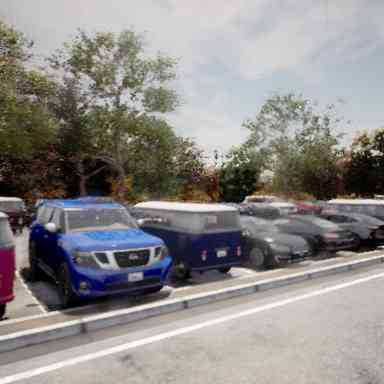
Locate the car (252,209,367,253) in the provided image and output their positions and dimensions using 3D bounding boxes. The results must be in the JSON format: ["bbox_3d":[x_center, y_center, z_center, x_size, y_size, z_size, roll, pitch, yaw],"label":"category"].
[{"bbox_3d":[4.144,1.646,13.523,2.002,1.452,4.674,1,0,-36],"label":"car"}]

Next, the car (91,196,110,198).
[{"bbox_3d":[-6.233,1.323,22.149,2.435,2.045,5.566,1,0,-36],"label":"car"}]

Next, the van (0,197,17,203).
[{"bbox_3d":[-10.834,1.290,19.037,1.878,1.987,4.442,1,0,-36],"label":"van"}]

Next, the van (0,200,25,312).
[{"bbox_3d":[-5.045,1.267,7.096,1.878,1.987,4.442,1,0,-36],"label":"van"}]

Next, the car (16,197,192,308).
[{"bbox_3d":[-2.680,1.273,8.610,2.435,2.045,5.566,1,0,-36],"label":"car"}]

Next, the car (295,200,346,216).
[{"bbox_3d":[14.067,1.704,36.714,2.231,1.521,4.892,0,0,-36],"label":"car"}]

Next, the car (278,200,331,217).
[{"bbox_3d":[11.810,1.693,35.098,2.097,1.535,5.008,0,0,-36],"label":"car"}]

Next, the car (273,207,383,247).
[{"bbox_3d":[6.409,1.657,15.182,2.163,1.488,4.792,0,0,-36],"label":"car"}]

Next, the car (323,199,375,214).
[{"bbox_3d":[18.692,1.719,39.787,1.946,1.575,5.366,0,0,-36],"label":"car"}]

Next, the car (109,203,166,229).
[{"bbox_3d":[-4.012,1.628,23.809,2.163,1.488,4.792,1,0,-36],"label":"car"}]

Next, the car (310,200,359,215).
[{"bbox_3d":[16.310,1.742,38.347,2.163,1.488,4.792,0,0,-36],"label":"car"}]

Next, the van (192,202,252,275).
[{"bbox_3d":[-0.487,1.330,10.357,1.878,1.987,4.442,1,0,-36],"label":"van"}]

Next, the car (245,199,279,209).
[{"bbox_3d":[5.044,1.665,30.245,2.231,1.521,4.892,0,0,-36],"label":"car"}]

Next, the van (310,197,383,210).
[{"bbox_3d":[8.639,1.417,16.885,1.878,1.987,4.442,0,0,-36],"label":"van"}]

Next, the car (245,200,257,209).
[{"bbox_3d":[2.785,1.652,28.629,2.097,1.535,5.008,0,0,-36],"label":"car"}]

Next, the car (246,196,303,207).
[{"bbox_3d":[7.315,1.422,31.841,2.435,2.045,5.566,0,0,-36],"label":"car"}]

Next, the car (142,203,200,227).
[{"bbox_3d":[-1.715,1.652,25.381,2.163,1.488,4.792,1,0,-36],"label":"car"}]

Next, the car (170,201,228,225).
[{"bbox_3d":[0.415,1.634,27.168,1.946,1.575,5.366,0,0,-36],"label":"car"}]

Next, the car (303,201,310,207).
[{"bbox_3d":[9.552,1.683,33.483,2.097,1.535,5.008,0,0,-36],"label":"car"}]

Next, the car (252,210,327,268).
[{"bbox_3d":[1.859,1.582,11.899,2.231,1.521,4.892,1,0,-36],"label":"car"}]
